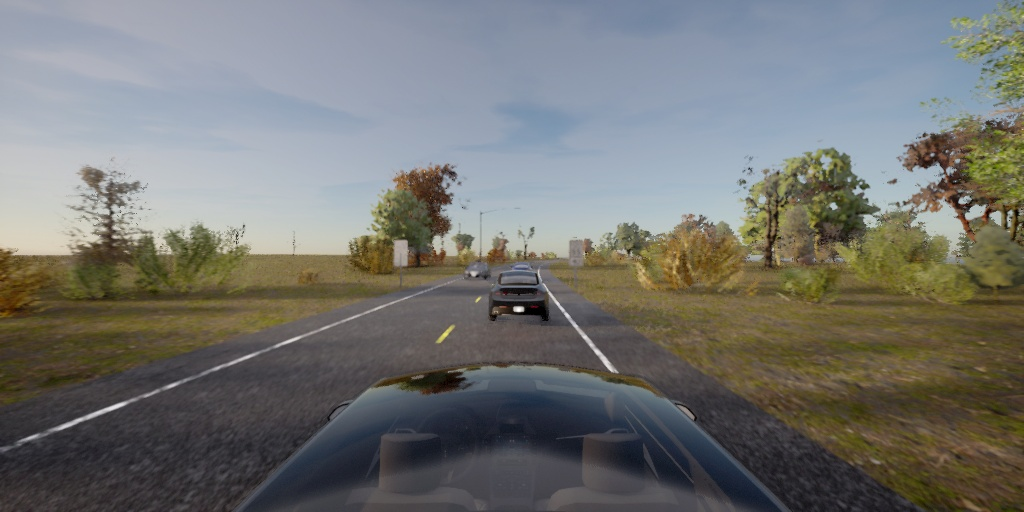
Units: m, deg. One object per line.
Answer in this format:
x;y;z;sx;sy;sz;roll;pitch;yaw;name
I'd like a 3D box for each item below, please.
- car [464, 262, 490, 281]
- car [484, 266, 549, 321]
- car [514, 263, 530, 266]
-2.862;1.244;30.654;2.128;1.511;4.902;0;0;3;car
0.234;1.258;12.559;1.837;1.490;4.892;0;0;1;car
0.844;1.278;30.746;1.812;1.442;4.674;0;0;3;car
